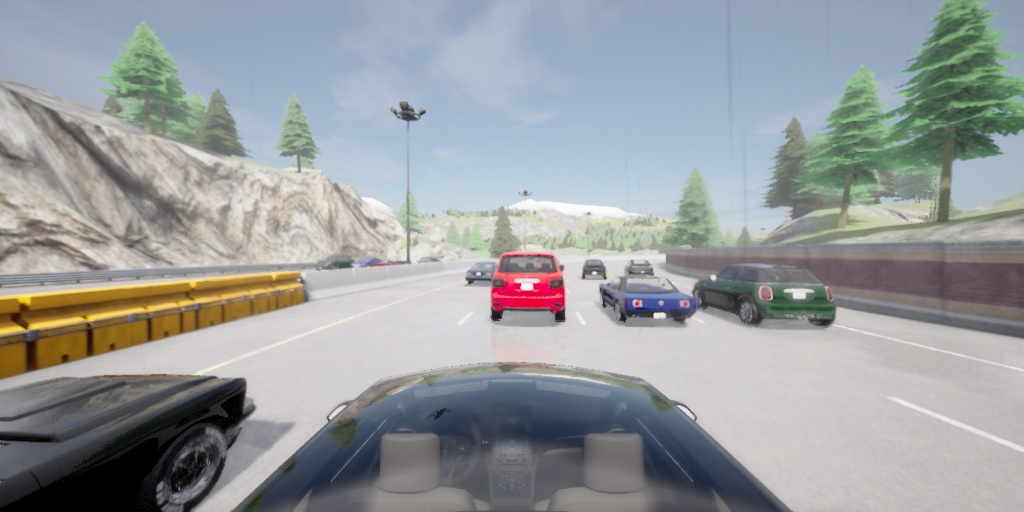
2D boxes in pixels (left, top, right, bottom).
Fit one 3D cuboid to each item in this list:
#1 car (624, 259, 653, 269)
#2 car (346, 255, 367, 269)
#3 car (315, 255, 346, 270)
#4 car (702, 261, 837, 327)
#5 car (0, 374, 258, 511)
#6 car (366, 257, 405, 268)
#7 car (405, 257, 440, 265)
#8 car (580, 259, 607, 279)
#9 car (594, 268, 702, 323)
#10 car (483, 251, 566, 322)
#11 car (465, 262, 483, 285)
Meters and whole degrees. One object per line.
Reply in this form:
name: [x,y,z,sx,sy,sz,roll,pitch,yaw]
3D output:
car: [10.197,0.996,28.997,2.128,1.511,4.902,0,1,12]
car: [-16.053,0.853,40.349,1.812,1.442,4.674,0,0,14]
car: [-19.702,0.672,40.090,2.097,1.767,4.553,0,1,14]
car: [7.594,1.024,11.400,2.097,1.767,4.553,0,1,4]
car: [-3.360,1.347,1.251,1.895,1.301,4.718,0,1,0]
car: [-12.999,0.957,38.275,1.895,1.301,4.718,0,1,14]
car: [-9.225,0.885,38.847,1.812,1.442,4.674,0,1,15]
car: [6.624,1.000,29.030,1.837,1.490,4.892,0,1,12]
car: [4.074,1.262,11.663,1.895,1.301,4.718,0,1,4]
car: [0.604,0.870,12.084,2.150,2.045,5.566,0,1,5]
car: [-1.561,1.078,23.533,2.033,1.411,5.357,0,1,9]
